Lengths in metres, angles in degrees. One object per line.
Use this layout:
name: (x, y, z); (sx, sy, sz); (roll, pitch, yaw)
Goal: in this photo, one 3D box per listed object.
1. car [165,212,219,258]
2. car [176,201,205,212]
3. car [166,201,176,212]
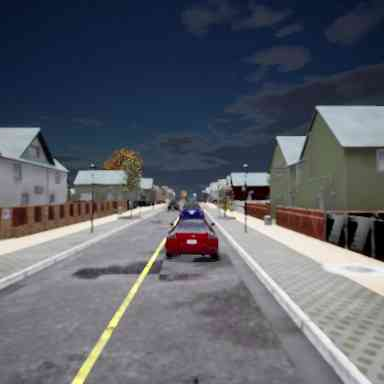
car: (0.012, 1.722, 13.553); (1.994, 1.385, 4.181); (0, -1, 0)
car: (-0.004, 1.699, 28.458); (2.097, 1.767, 4.553); (0, -1, 0)
car: (-2.817, 2.170, 50.584); (1.837, 1.490, 4.892); (0, -1, 0)
